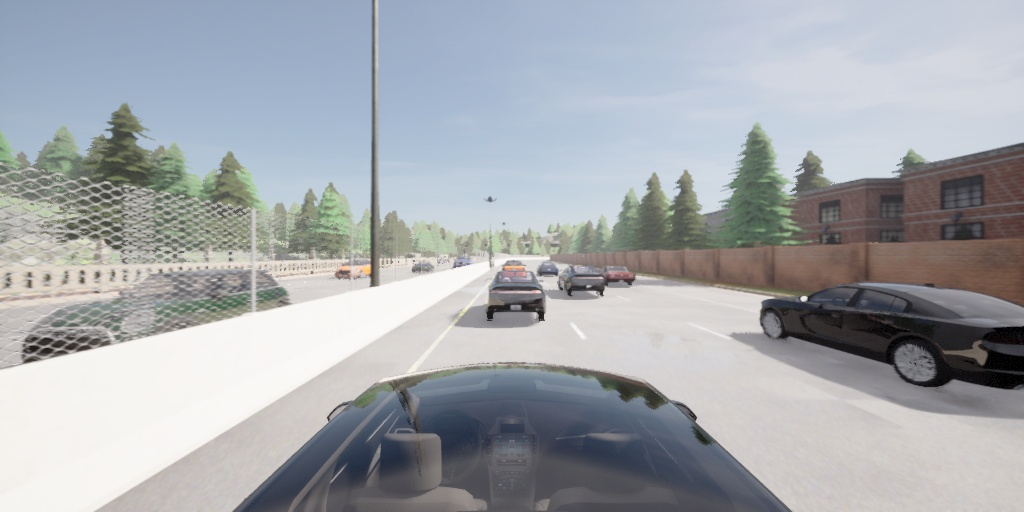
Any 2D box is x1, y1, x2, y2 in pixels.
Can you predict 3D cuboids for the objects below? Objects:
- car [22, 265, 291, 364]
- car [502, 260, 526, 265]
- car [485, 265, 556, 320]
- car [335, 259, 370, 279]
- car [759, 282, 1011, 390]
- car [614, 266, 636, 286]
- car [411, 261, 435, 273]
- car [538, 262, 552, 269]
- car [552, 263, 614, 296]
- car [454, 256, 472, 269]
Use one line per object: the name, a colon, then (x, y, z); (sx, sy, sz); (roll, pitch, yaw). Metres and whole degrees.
car: (-7.092, 1.101, 7.913); (2.097, 1.767, 4.553); (0, 0, 0)
car: (0.144, 1.107, 30.538); (2.097, 1.767, 4.553); (0, 0, 0)
car: (0.115, 1.243, 12.564); (2.128, 1.511, 4.902); (0, 0, 0)
car: (-14.047, 1.103, 32.429); (2.097, 1.767, 4.553); (0, 0, 0)
car: (7.107, 1.230, 6.930); (1.882, 1.535, 5.008); (0, 0, 0)
car: (7.136, 1.356, 25.586); (1.895, 1.301, 4.718); (0, 0, 0)
car: (-10.525, 1.319, 42.699); (1.994, 1.385, 4.181); (0, 0, 0)
car: (3.656, 1.320, 37.309); (1.994, 1.385, 4.181); (0, 0, 0)
car: (3.626, 1.245, 19.297); (2.128, 1.511, 4.902); (0, 0, 0)
car: (-7.005, 0.979, 51.627); (2.150, 2.045, 5.566); (0, 0, 0)
